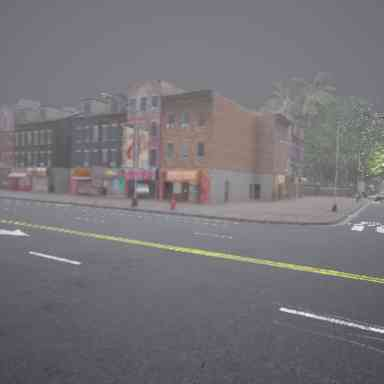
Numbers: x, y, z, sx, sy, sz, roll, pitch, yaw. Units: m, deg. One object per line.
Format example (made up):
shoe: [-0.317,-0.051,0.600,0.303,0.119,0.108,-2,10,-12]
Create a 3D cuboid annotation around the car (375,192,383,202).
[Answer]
car: [31.099,0.837,54.426,1.837,1.490,4.892,3,2,31]
